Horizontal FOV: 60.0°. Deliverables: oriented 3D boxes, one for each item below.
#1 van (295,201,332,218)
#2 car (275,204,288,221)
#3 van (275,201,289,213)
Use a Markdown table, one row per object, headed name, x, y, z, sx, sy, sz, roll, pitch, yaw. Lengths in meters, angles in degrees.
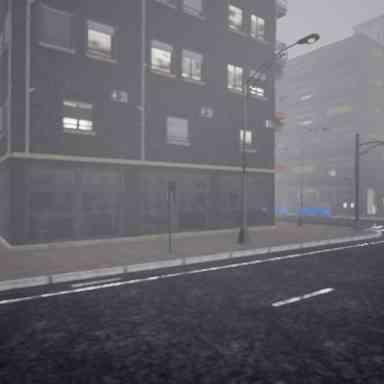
| name | x | y | z | sx | sy | sz | roll | pitch | yaw |
| --- | --- | --- | --- | --- | --- | --- | --- | --- | --- |
| van | 13.460 | 1.927 | 37.111 | 1.690 | 1.788 | 3.998 | 0 | 0 | -36 |
| car | 6.721 | 2.115 | 32.188 | 1.802 | 1.307 | 4.206 | 0 | 0 | -36 |
| van | 10.142 | 1.999 | 41.624 | 1.690 | 1.788 | 3.998 | 0 | 0 | -36 |
